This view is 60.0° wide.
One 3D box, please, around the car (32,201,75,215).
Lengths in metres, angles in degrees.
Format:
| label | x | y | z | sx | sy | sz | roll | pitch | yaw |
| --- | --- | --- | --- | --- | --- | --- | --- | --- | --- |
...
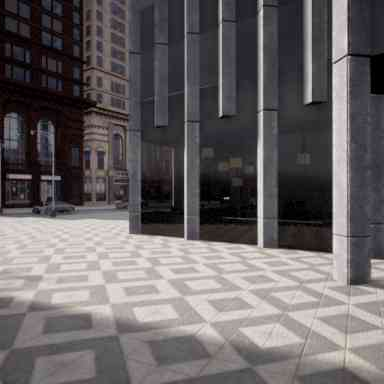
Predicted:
| label | x | y | z | sx | sy | sz | roll | pitch | yaw |
| --- | --- | --- | --- | --- | --- | --- | --- | --- | --- |
| car | -14.601 | 1.630 | 35.197 | 1.994 | 1.385 | 4.181 | 0 | 0 | 36 |

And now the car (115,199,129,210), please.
| label | x | y | z | sx | sy | sz | roll | pitch | yaw |
| --- | --- | --- | --- | --- | --- | --- | --- | --- | --- |
| car | -8.050 | 1.603 | 44.348 | 1.837 | 1.490 | 4.892 | 0 | 0 | 36 |
